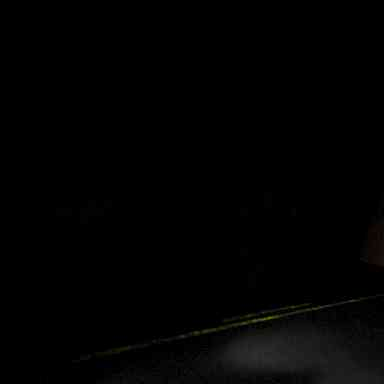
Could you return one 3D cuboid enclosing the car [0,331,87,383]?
[{"bbox_3d":[-2.874,1.600,1.594,4.718,1.301,1.895,0,0,-30],"label":"car"}]
